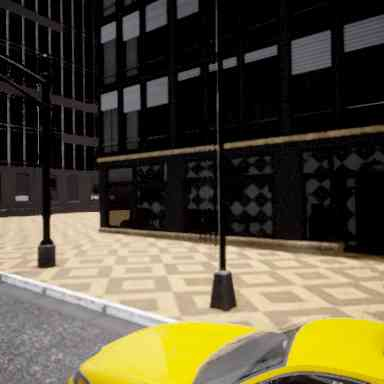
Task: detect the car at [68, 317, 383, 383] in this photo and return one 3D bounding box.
[{"bbox_3d":[1.097,1.526,2.276,4.829,1.417,1.752,0,-1,36],"label":"car"}]
